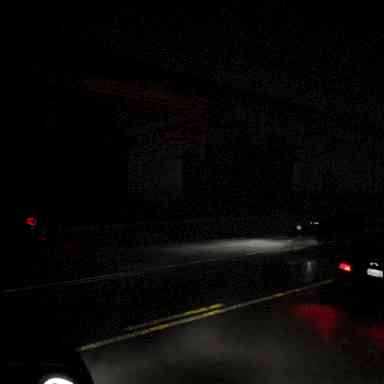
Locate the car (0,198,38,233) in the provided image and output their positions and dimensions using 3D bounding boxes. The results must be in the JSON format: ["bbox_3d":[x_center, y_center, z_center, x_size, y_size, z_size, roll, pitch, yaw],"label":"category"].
[{"bbox_3d":[-8.154,1.221,11.073,5.566,2.045,2.150,0,0,-36],"label":"car"}]

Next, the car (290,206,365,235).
[{"bbox_3d":[7.250,1.492,17.695,4.902,1.511,2.128,0,0,-35],"label":"car"}]

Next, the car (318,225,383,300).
[{"bbox_3d":[5.434,1.547,7.636,5.357,1.411,2.033,0,0,-36],"label":"car"}]

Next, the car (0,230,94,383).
[{"bbox_3d":[-2.801,1.352,1.730,4.553,1.767,2.097,0,0,-36],"label":"car"}]
